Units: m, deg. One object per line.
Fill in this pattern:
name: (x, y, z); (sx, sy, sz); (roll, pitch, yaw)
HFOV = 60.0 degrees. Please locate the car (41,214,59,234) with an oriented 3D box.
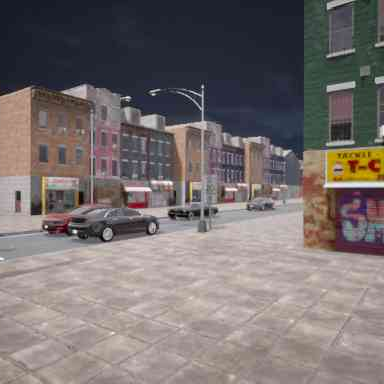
car: (-5.672, 1.403, 18.210); (1.882, 1.535, 5.008); (0, 0, 34)

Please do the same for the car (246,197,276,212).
car: (7.671, 1.311, 36.798); (1.837, 1.490, 4.892); (0, 0, 36)

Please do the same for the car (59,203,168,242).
car: (-3.602, 1.443, 16.217); (1.837, 1.490, 4.892); (0, 0, 36)

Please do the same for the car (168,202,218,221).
car: (0.114, 1.473, 26.298); (1.895, 1.301, 4.718); (0, 0, 36)
